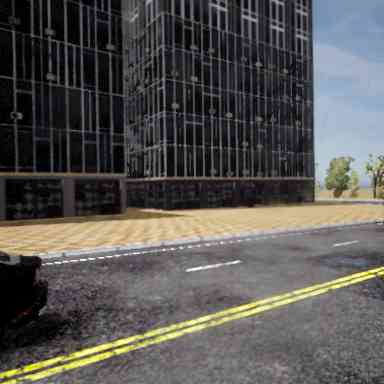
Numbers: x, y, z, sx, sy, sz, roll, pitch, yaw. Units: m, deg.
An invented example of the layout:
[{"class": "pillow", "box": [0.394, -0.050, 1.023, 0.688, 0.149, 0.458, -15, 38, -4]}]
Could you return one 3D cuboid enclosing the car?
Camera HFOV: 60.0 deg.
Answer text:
[{"class": "car", "box": [-4.567, 1.509, 4.421, 4.892, 1.490, 1.837, 0, 0, -35]}]
